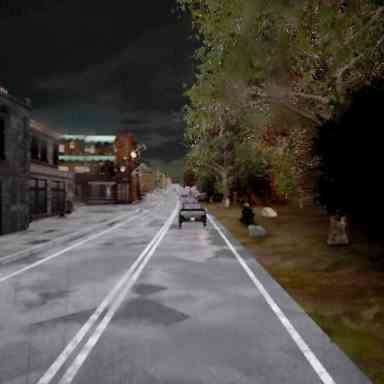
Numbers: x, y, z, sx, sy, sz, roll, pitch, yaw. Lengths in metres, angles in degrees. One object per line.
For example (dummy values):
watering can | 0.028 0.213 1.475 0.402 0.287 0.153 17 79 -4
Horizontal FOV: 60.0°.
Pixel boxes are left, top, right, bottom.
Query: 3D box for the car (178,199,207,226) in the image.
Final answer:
car | 0.023 1.491 23.433 2.128 1.511 4.902 0 0 0

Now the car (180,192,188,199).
car | -2.137 0.885 85.932 1.882 1.535 5.008 0 1 -3

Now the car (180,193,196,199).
car | -0.283 1.320 42.365 2.097 1.767 4.553 0 0 -1
